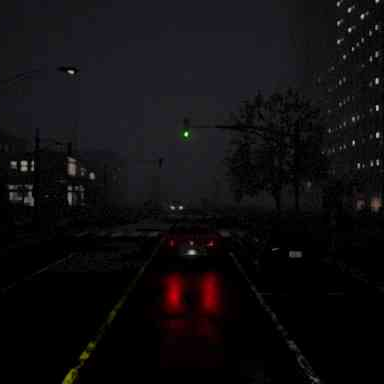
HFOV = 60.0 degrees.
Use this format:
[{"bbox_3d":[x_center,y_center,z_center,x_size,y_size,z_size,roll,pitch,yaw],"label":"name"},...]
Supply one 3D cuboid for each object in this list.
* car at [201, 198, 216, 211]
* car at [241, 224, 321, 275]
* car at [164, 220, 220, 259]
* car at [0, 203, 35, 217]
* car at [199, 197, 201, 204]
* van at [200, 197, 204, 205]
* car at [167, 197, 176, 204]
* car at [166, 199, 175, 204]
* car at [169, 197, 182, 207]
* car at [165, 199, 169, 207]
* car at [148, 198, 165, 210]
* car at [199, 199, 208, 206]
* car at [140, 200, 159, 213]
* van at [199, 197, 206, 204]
[{"bbox_3d":[2.685,2.048,48.934,1.752,1.417,4.829,0,-1,0],"label":"car"},{"bbox_3d":[2.692,1.682,10.736,1.947,1.339,4.313,0,-1,0],"label":"car"},{"bbox_3d":[0.020,1.743,13.241,1.895,1.301,4.718,0,-1,1],"label":"car"},{"bbox_3d":[-17.275,1.712,32.213,4.507,1.381,1.887,1,-2,-1],"label":"car"},{"bbox_3d":[2.682,2.249,65.416,2.008,1.369,4.403,0,-1,0],"label":"car"},{"bbox_3d":[2.685,1.921,54.317,1.690,1.788,3.998,0,-1,0],"label":"van"},{"bbox_3d":[-5.702,2.310,93.168,2.192,1.841,5.009,0,-1,0],"label":"car"},{"bbox_3d":[-5.702,2.486,87.615,2.008,1.369,4.403,0,-1,0],"label":"car"},{"bbox_3d":[-3.018,2.192,66.963,1.882,1.535,5.008,0,-1,0],"label":"car"},{"bbox_3d":[-5.697,2.189,59.861,2.008,1.369,4.403,0,-1,0],"label":"car"},{"bbox_3d":[-5.694,1.835,48.762,2.192,1.841,5.009,0,-1,0],"label":"car"},{"bbox_3d":[2.680,2.383,76.517,1.947,1.339,4.313,0,-1,0],"label":"car"},{"bbox_3d":[-5.695,2.042,43.209,1.802,1.307,4.206,0,-1,0],"label":"car"},{"bbox_3d":[2.680,2.277,87.621,1.690,1.788,3.998,0,-1,0],"label":"van"}]
